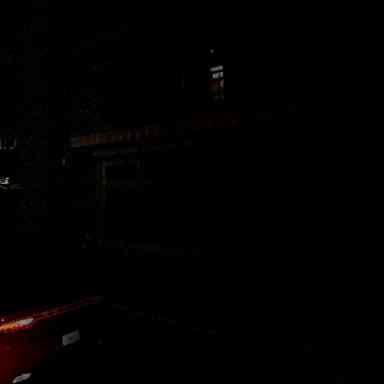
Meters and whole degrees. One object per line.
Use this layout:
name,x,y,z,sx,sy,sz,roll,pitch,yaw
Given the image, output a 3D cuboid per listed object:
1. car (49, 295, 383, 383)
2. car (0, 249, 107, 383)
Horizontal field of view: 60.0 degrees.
car,1.385,1.550,1.887,4.403,1.369,2.008,0,0,35
car,-3.226,1.577,5.174,4.507,1.381,1.887,0,0,35
